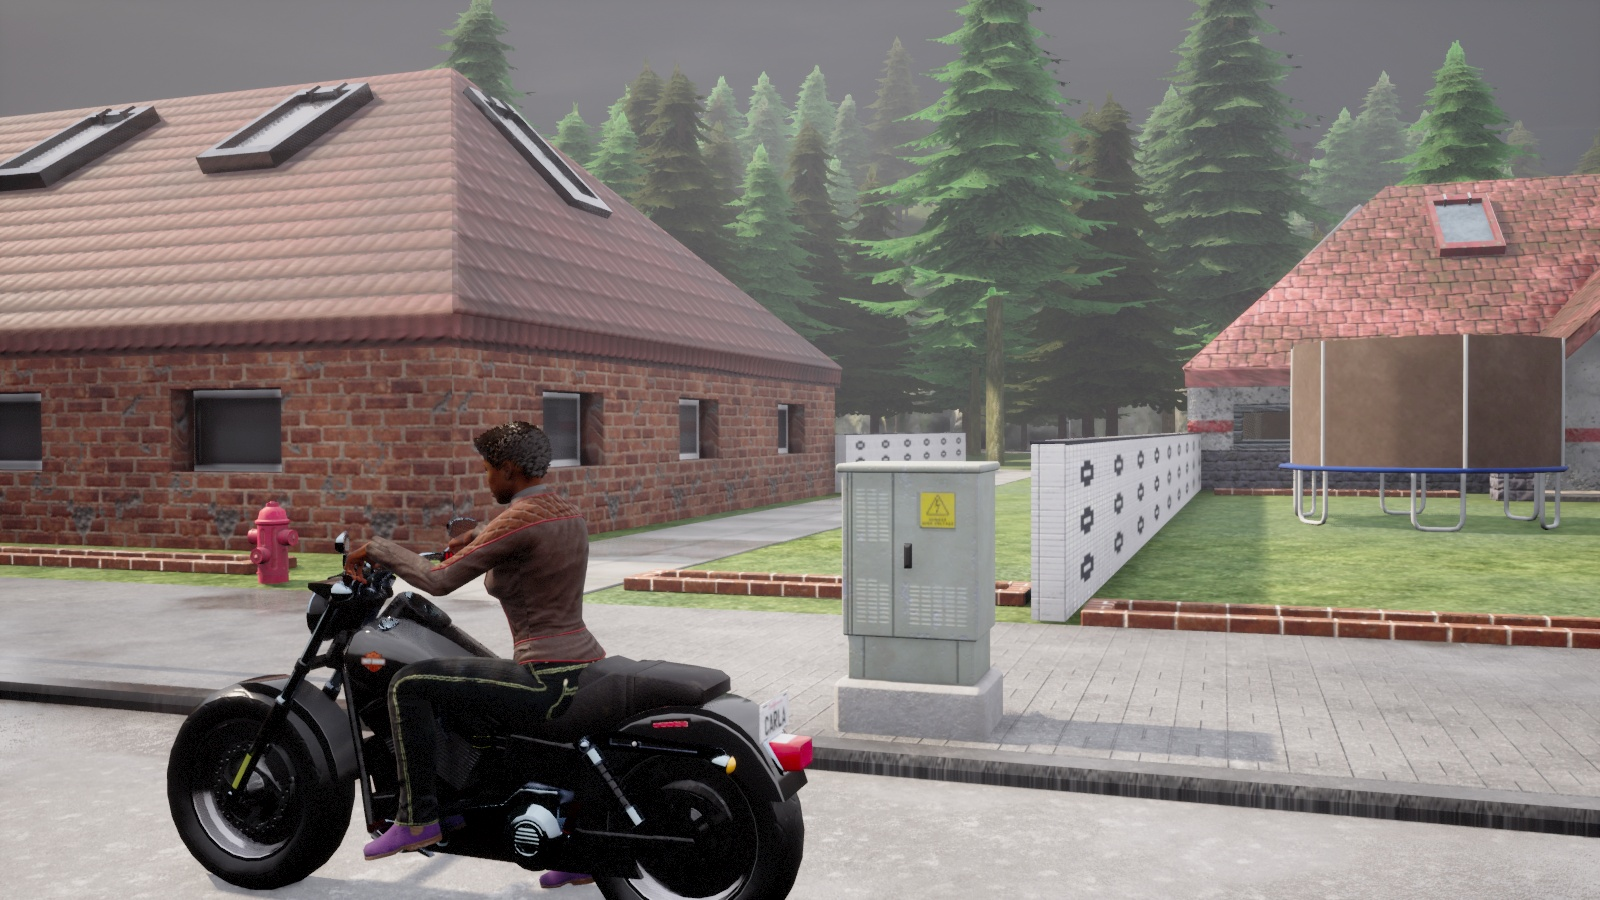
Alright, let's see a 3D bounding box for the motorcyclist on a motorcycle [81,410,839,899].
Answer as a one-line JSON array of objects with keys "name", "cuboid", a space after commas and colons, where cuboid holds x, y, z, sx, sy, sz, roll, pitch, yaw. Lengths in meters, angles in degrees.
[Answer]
[{"name": "motorcyclist on a motorcycle", "cuboid": [-1.109, 0.707, 4.093, 2.350, 1.649, 0.766, 0, 1, 19]}]
